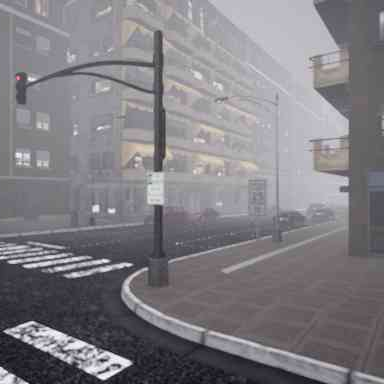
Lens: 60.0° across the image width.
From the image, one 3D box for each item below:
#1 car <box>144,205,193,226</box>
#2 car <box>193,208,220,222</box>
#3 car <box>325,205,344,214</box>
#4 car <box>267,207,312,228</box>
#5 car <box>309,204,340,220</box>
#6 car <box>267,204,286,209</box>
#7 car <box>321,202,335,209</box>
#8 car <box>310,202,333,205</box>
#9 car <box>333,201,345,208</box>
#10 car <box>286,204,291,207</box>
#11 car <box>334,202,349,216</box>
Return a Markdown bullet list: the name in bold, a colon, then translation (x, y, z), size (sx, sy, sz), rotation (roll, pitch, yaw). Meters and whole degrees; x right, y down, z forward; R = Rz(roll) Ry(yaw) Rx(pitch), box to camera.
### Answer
- **car**: translation (-2.074, 1.924, 27.322), size (1.967, 1.590, 4.097), rotation (-1, -2, 35)
- **car**: translation (1.164, 2.166, 31.978), size (1.802, 1.307, 4.206), rotation (-1, -2, 35)
- **car**: translation (22.803, 2.710, 53.010), size (1.895, 1.301, 4.718), rotation (0, -1, 35)
- **car**: translation (7.992, 2.149, 27.235), size (1.947, 1.339, 4.313), rotation (-1, -2, 35)
- **car**: translation (14.468, 2.351, 36.555), size (1.947, 1.339, 4.313), rotation (-1, -2, 35)
- **car**: translation (10.877, 2.431, 45.959), size (1.887, 1.381, 4.507), rotation (-1, -2, 35)
- **car**: translation (30.269, 2.929, 73.945), size (1.967, 1.590, 4.097), rotation (-1, -2, 35)
- **car**: translation (17.006, 2.281, 44.673), size (2.097, 1.767, 4.553), rotation (0, -1, 35)
- **car**: translation (36.752, 3.130, 83.261), size (1.967, 1.590, 4.097), rotation (-1, -2, 35)
- **car**: translation (14.018, 2.509, 50.480), size (1.752, 1.417, 4.829), rotation (-1, -2, 35)
- **car**: translation (21.040, 2.514, 46.016), size (1.752, 1.417, 4.829), rotation (-1, -2, 35)
